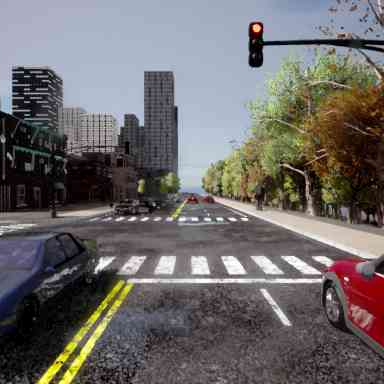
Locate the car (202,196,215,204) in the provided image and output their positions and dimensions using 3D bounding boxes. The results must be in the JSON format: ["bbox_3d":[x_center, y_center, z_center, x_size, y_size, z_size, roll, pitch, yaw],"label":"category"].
[{"bbox_3d":[3.362,1.453,65.291,1.882,1.535,5.008,0,0,0],"label":"car"}]

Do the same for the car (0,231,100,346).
[{"bbox_3d":[-3.350,1.546,6.669,2.033,1.411,5.357,0,0,0],"label":"car"}]

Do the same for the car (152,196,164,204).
[{"bbox_3d":[-6.537,1.540,64.436,1.994,1.385,4.181,0,0,0],"label":"car"}]

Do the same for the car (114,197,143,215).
[{"bbox_3d":[-6.597,1.494,34.151,1.837,1.490,4.892,0,0,0],"label":"car"}]

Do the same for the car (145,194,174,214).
[{"bbox_3d":[-3.357,1.210,35.746,2.150,2.045,5.566,0,0,-1],"label":"car"}]

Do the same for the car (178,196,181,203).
[{"bbox_3d":[-3.255,1.467,67.613,2.128,1.511,4.902,0,0,0],"label":"car"}]

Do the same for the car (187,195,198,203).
[{"bbox_3d":[0.111,1.327,65.959,2.097,1.767,4.553,0,0,0],"label":"car"}]

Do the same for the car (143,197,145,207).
[{"bbox_3d":[-6.585,1.461,47.881,1.882,1.535,5.008,0,0,0],"label":"car"}]

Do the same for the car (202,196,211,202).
[{"bbox_3d":[3.266,1.523,75.435,1.994,1.385,4.181,0,0,0],"label":"car"}]

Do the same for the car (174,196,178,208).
[{"bbox_3d":[-3.340,1.483,46.031,1.837,1.490,4.892,0,2,0],"label":"car"}]

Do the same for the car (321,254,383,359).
[{"bbox_3d":[3.349,1.351,4.119,2.097,1.767,4.553,0,0,0],"label":"car"}]
